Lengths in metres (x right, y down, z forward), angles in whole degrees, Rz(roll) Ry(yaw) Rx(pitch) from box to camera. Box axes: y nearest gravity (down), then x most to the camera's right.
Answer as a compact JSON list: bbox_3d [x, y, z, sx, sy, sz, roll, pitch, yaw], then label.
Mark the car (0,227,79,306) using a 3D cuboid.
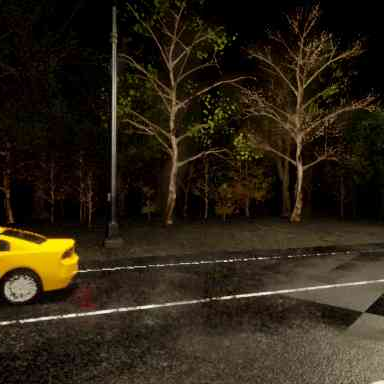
[{"bbox_3d":[-5.022,1.481,6.964,5.008,1.535,1.882,0,0,-19],"label":"car"}]
